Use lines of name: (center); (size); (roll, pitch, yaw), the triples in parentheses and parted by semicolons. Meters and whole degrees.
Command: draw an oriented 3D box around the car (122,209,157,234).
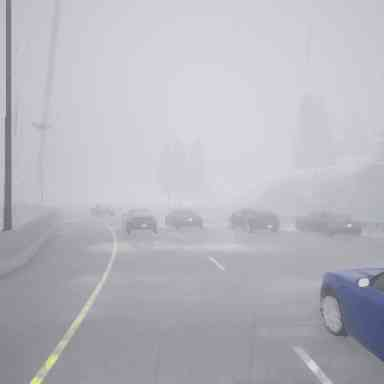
car: (-3.417, 1.801, 21.383); (1.812, 1.442, 4.674); (0, -1, -16)

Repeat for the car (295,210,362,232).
car: (7.874, 1.771, 19.572); (1.994, 1.385, 4.181); (0, -1, -13)

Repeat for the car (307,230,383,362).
car: (3.240, 1.512, 3.792); (1.882, 1.535, 5.008); (0, -1, -3)

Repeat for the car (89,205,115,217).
car: (-10.196, 2.100, 37.455); (1.895, 1.301, 4.718); (0, -1, -29)

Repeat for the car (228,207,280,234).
car: (3.847, 1.750, 21.360); (1.837, 1.490, 4.892); (0, -1, -15)

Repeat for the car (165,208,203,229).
car: (-0.694, 1.864, 24.316); (1.994, 1.385, 4.181); (0, -1, -17)
